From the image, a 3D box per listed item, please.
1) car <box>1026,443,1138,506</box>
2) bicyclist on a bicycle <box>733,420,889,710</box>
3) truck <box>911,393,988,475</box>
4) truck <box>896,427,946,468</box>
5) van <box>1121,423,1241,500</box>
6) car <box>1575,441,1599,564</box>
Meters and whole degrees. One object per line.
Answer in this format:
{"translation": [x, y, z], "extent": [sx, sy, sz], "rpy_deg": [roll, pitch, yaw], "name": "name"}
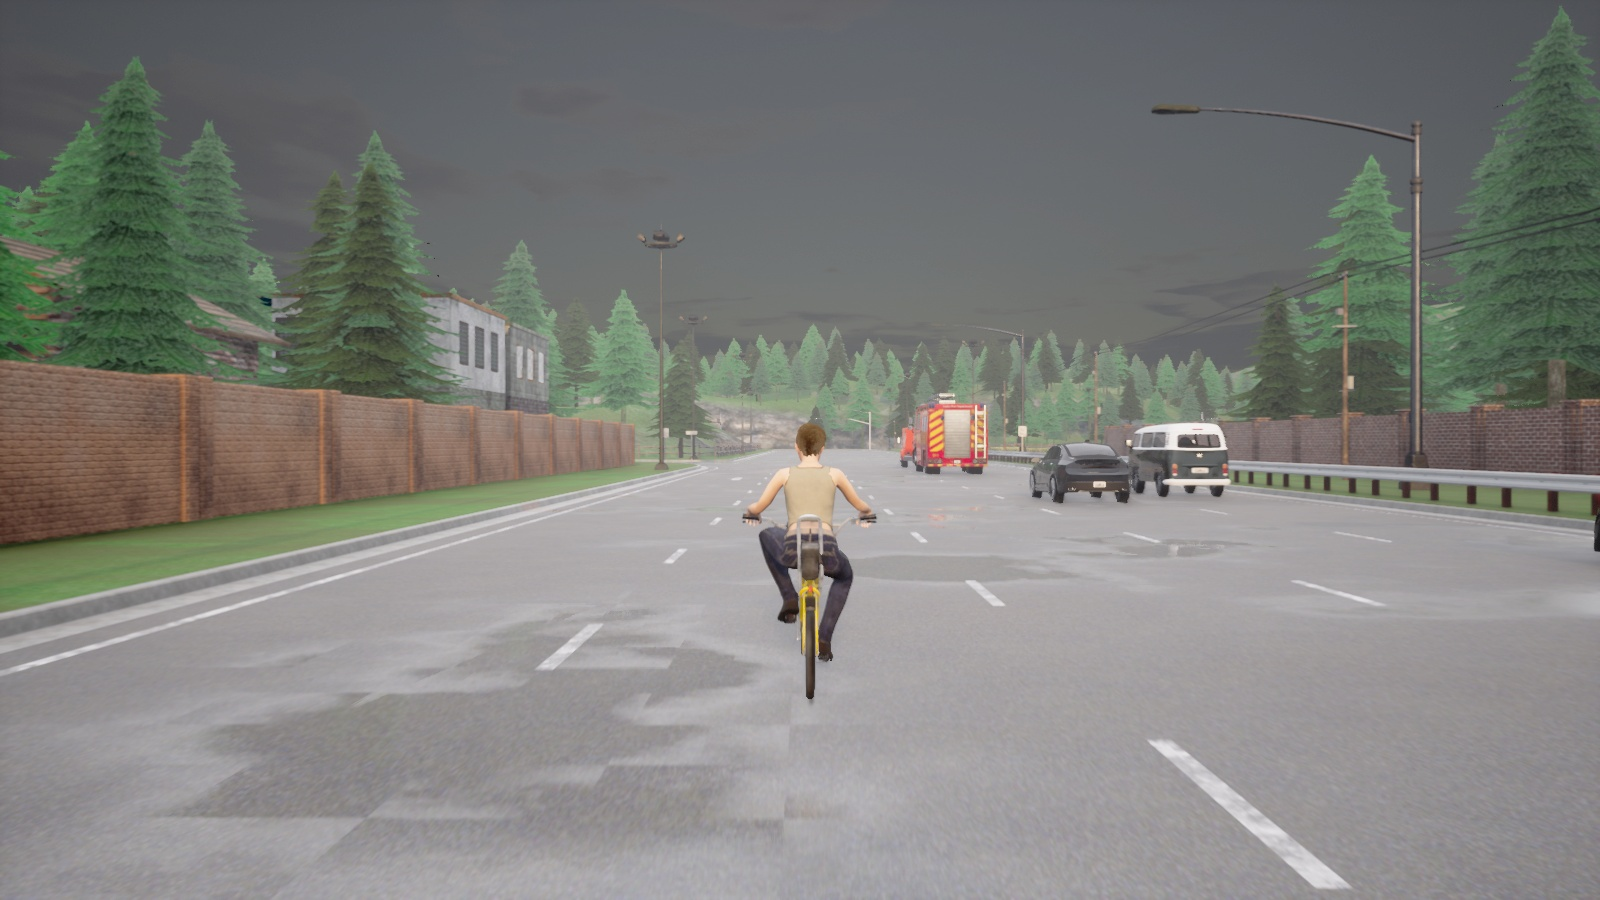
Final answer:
{"translation": [7.193, 0.575, 32.515], "extent": [1.837, 1.490, 4.892], "rpy_deg": [0, 0, 0], "name": "car"}
{"translation": [0.060, 0.640, 7.741], "extent": [0.866, 1.612, 1.509], "rpy_deg": [0, 0, 0], "name": "bicyclist on a bicycle"}
{"translation": [7.358, -0.764, 62.793], "extent": [2.891, 3.827, 8.468], "rpy_deg": [0, 0, 0], "name": "truck"}
{"translation": [7.442, -0.171, 77.902], "extent": [2.627, 2.467, 5.204], "rpy_deg": [0, 0, 0], "name": "truck"}
{"translation": [10.708, 0.281, 35.651], "extent": [2.069, 2.038, 4.480], "rpy_deg": [0, 1, 0], "name": "van"}
{"translation": [10.590, 0.644, 13.671], "extent": [1.970, 1.475, 3.806], "rpy_deg": [0, 0, 0], "name": "car"}
